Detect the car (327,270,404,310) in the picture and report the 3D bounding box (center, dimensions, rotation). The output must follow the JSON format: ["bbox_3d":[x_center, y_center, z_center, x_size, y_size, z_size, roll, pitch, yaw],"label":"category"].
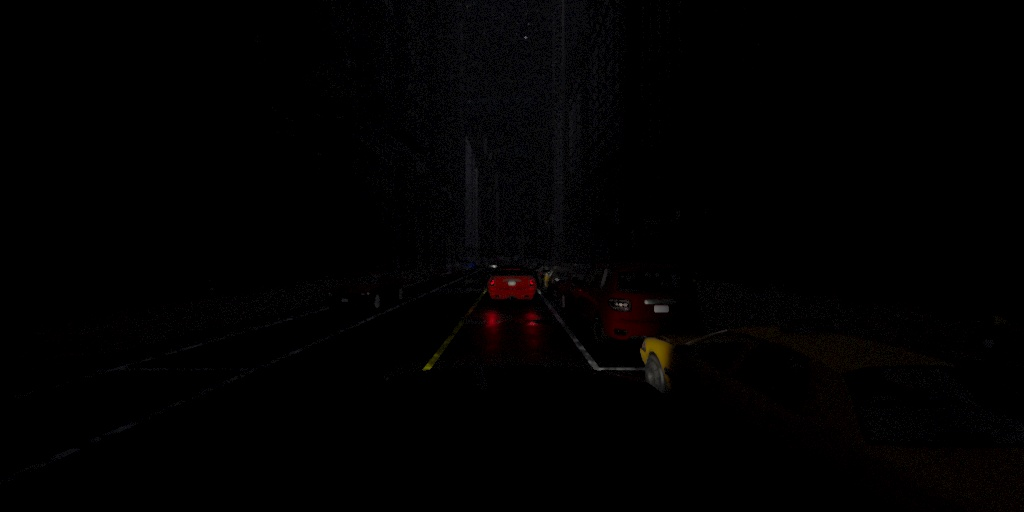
[{"bbox_3d":[-5.763,1.292,14.595,1.888,1.381,4.507,0,0,0],"label":"car"}]

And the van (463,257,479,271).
[{"bbox_3d":[-5.763,1.093,48.208,1.690,1.789,3.998,0,0,0],"label":"van"}]

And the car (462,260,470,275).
[{"bbox_3d":[-5.763,1.331,37.003,1.802,1.307,4.207,0,0,0],"label":"car"}]

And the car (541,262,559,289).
[{"bbox_3d":[2.762,1.273,20.385,1.751,1.417,4.829,0,0,0],"label":"car"}]

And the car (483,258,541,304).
[{"bbox_3d":[0.000,1.115,16.471,2.097,1.767,4.553,0,0,0],"label":"car"}]

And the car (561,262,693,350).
[{"bbox_3d":[2.762,1.062,9.011,2.192,1.841,5.009,0,0,0],"label":"car"}]

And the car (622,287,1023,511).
[{"bbox_3d":[2.762,1.273,3.579,1.751,1.417,4.829,0,0,0],"label":"car"}]

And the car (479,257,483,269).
[{"bbox_3d":[-5.763,1.279,53.640,1.751,1.417,4.829,0,0,0],"label":"car"}]

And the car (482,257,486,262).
[{"bbox_3d":[-5.763,1.337,59.411,1.802,1.307,4.207,0,0,0],"label":"car"}]

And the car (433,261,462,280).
[{"bbox_3d":[-5.763,1.330,31.401,1.802,1.307,4.207,0,0,0],"label":"car"}]

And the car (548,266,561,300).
[{"bbox_3d":[2.762,1.293,14.613,1.888,1.381,4.507,0,0,0],"label":"car"}]
